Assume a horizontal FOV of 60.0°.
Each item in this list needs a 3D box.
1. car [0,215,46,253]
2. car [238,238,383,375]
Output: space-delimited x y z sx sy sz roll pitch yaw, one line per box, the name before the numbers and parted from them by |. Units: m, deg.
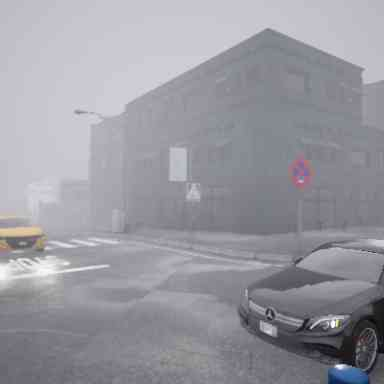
car | -7.842 1.773 14.486 1.882 1.535 5.008 1 -3 -37
car | 2.910 1.584 5.737 4.674 1.442 1.812 1 -1 -35
